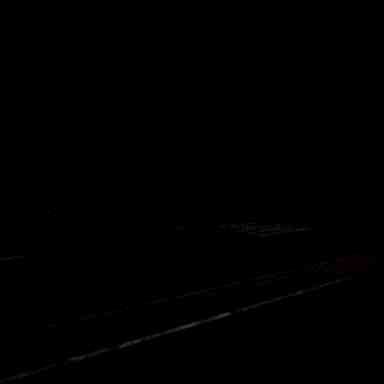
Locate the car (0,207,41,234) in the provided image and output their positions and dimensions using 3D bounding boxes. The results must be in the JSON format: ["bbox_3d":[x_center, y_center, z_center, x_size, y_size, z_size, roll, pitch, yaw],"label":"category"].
[{"bbox_3d":[-10.554,1.618,19.240,2.163,1.488,4.792,0,0,-36],"label":"car"}]

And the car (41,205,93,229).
[{"bbox_3d":[-8.173,1.591,20.680,1.946,1.575,5.366,0,0,-36],"label":"car"}]

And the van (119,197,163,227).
[{"bbox_3d":[-3.698,1.380,23.966,1.878,1.987,4.442,0,0,-36],"label":"van"}]

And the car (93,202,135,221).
[{"bbox_3d":[-6.040,1.630,22.471,2.163,1.488,4.792,0,0,-36],"label":"car"}]
